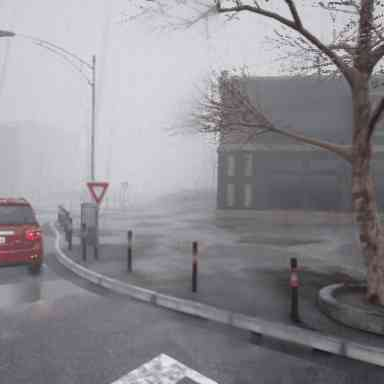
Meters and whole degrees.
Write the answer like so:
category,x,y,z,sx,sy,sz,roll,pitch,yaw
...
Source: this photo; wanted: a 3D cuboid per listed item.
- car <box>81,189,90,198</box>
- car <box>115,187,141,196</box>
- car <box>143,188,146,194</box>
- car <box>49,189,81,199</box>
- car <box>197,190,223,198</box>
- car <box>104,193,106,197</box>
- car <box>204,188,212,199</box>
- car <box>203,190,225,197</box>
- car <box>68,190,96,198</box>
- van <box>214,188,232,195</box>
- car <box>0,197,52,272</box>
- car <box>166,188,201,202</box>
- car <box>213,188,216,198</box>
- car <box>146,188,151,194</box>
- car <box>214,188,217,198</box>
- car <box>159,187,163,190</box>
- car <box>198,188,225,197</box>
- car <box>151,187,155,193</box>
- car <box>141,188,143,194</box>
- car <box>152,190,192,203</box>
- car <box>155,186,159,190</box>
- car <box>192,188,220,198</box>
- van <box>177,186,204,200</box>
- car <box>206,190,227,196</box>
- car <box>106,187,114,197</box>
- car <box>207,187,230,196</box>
category,x,y,z,sx,sy,sz,roll,pitch,yaw
car,-21.120,0.341,58.888,5.008,1.535,2.097,1,1,15
car,-13.359,-0.094,69.564,2.150,2.045,5.566,1,1,15
car,-14.559,-0.252,82.817,4.553,1.767,2.185,1,1,15
car,-21.816,0.259,56.213,4.553,1.767,2.185,1,1,15
car,3.893,0.397,73.056,5.366,1.575,1.946,1,1,15
car,-19.621,0.121,64.191,4.553,1.767,2.185,1,1,15
car,0.788,0.495,62.381,4.553,1.767,2.185,1,1,15
car,5.207,0.325,78.526,4.674,1.452,2.002,1,1,15
car,-20.382,0.334,61.544,4.674,1.452,2.002,1,1,15
van,8.267,-0.143,89.139,4.442,1.987,1.878,1,1,15
car,-5.988,1.163,10.035,2.150,2.045,5.566,1,1,-33
car,-1.431,0.647,54.338,4.553,1.767,2.185,1,1,15
car,1.524,0.561,65.192,5.008,1.535,2.097,1,1,15
car,-13.828,-0.304,85.475,4.553,1.767,2.185,1,1,15
car,2.241,0.509,67.747,4.892,1.521,2.231,1,1,15
car,-11.599,-0.325,93.442,4.892,1.521,2.231,1,1,15
car,4.463,0.087,75.906,5.566,2.045,2.435,1,1,15
car,-13.036,-0.353,88.117,4.553,1.767,2.185,1,1,15
car,-15.268,-0.073,80.155,5.008,1.535,2.097,1,1,15
car,-2.938,0.880,49.119,4.792,1.488,2.163,1,1,15
car,-12.331,-0.276,90.783,4.892,1.521,2.231,1,1,15
car,3.006,0.201,70.412,5.566,2.045,2.435,1,2,15
van,-0.799,0.496,57.178,4.442,1.987,1.878,1,1,15
car,5.929,0.273,81.142,4.674,1.452,2.002,1,1,15
car,-18.926,0.197,66.866,4.892,1.521,2.231,1,1,15
car,6.703,-0.069,83.805,5.566,2.045,2.435,1,1,15
